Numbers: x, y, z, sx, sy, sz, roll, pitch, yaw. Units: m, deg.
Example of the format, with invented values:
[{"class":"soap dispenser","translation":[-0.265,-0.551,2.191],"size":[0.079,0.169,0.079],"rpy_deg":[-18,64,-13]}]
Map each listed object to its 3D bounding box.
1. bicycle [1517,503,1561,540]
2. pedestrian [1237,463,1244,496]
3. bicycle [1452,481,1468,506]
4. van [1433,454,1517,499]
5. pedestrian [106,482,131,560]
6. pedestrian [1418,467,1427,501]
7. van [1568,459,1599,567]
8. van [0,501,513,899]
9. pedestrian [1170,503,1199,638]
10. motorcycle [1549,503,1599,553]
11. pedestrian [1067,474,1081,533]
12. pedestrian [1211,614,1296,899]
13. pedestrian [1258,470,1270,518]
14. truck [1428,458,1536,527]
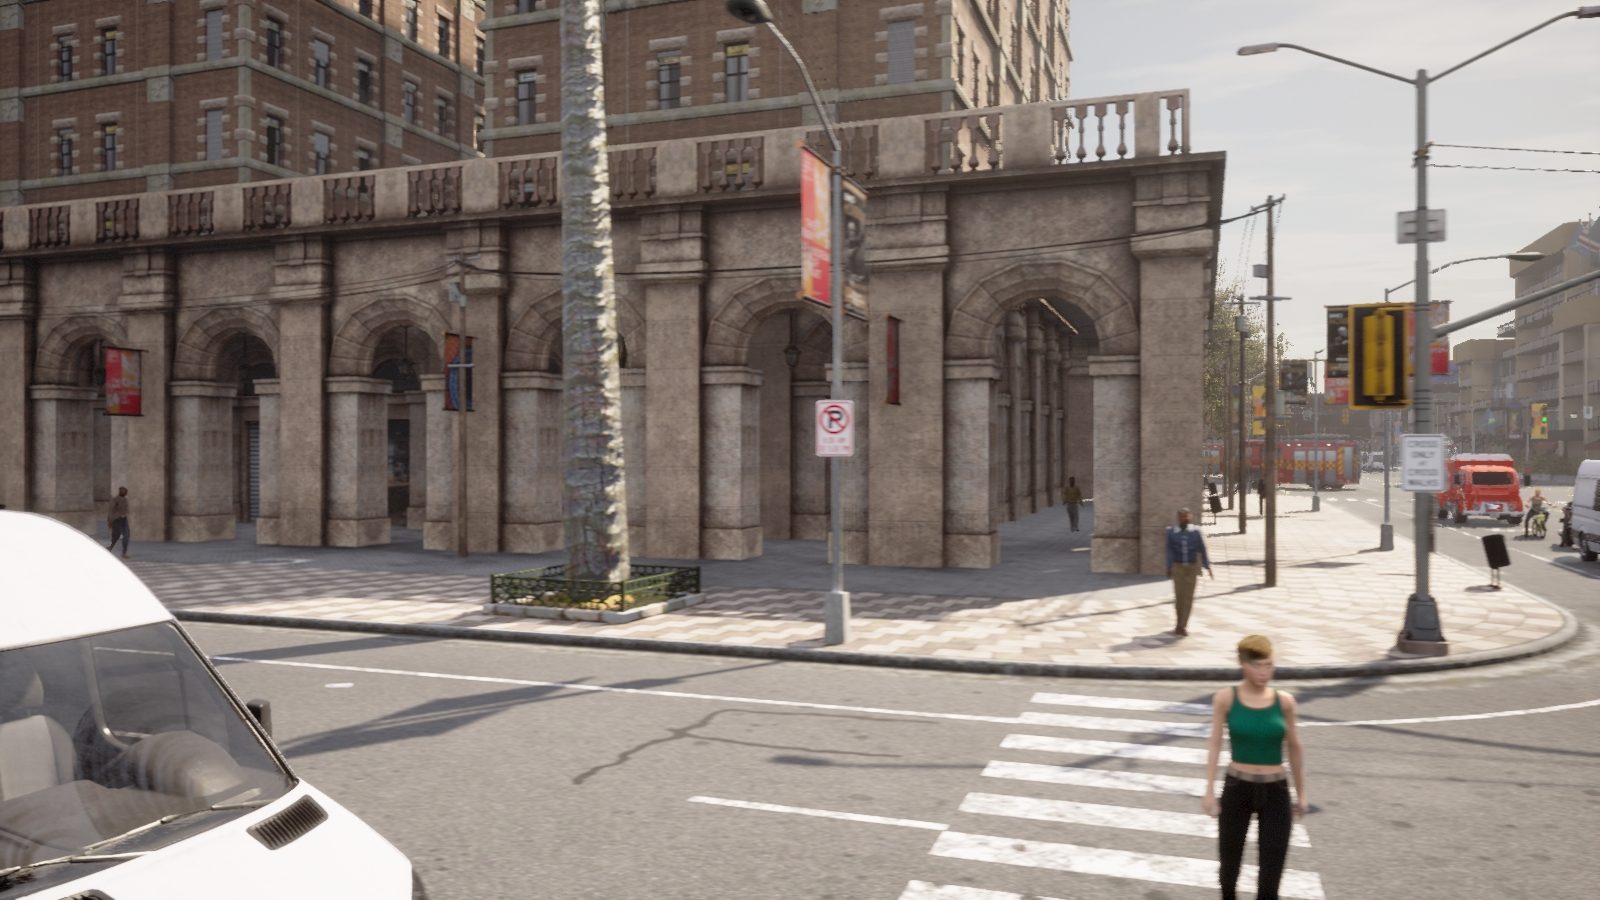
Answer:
[{"class":"bicycle","translation":[23.412,2.247,36.205],"size":[0.859,1.080,1.487],"rpy_deg":[0,0,20]},{"class":"pedestrian","translation":[25.374,1.696,65.830],"size":[0.375,1.860,0.375],"rpy_deg":[0,0,24]},{"class":"bicycle","translation":[33.369,2.199,57.748],"size":[0.329,1.171,1.835],"rpy_deg":[0,0,42]},{"class":"van","translation":[39.968,1.521,67.878],"size":[1.988,2.561,5.915],"rpy_deg":[0,0,6]},{"class":"pedestrian","translation":[-16.592,1.722,27.810],"size":[0.375,1.860,0.375],"rpy_deg":[0,0,19]},{"class":"pedestrian","translation":[34.084,1.838,62.524],"size":[0.375,1.860,0.375],"rpy_deg":[0,0,36]},{"class":"van","translation":[20.020,1.525,26.764],"size":[1.988,2.561,5.915],"rpy_deg":[0,0,20]},{"class":"van","translation":[-4.328,1.541,4.881],"size":[5.915,2.561,1.988],"rpy_deg":[0,0,20]},{"class":"pedestrian","translation":[5.441,1.697,16.161],"size":[0.375,1.860,0.375],"rpy_deg":[0,0,17]},{"class":"motorcycle","translation":[22.045,2.196,32.395],"size":[0.867,1.251,2.209],"rpy_deg":[0,0,20]},{"class":"pedestrian","translation":[8.706,1.701,36.304],"size":[0.375,1.860,0.375],"rpy_deg":[0,0,8]},{"class":"pedestrian","translation":[2.450,1.849,6.190],"size":[0.375,1.860,0.375],"rpy_deg":[0,0,13]},{"class":"pedestrian","translation":[18.036,1.695,44.381],"size":[0.375,1.860,0.375],"rpy_deg":[0,0,13]},{"class":"truck","translation":[26.338,1.559,44.355],"size":[2.627,2.467,5.204],"rpy_deg":[0,0,20]}]
